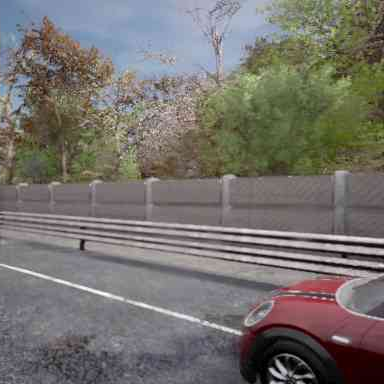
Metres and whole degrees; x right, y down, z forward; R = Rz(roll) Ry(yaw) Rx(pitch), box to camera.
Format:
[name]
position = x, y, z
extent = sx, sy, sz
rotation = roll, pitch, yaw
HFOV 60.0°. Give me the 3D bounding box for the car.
[car]
position = 2.736, 1.411, 3.334
extent = 4.553, 1.767, 2.097
rotation = 0, -1, 37
